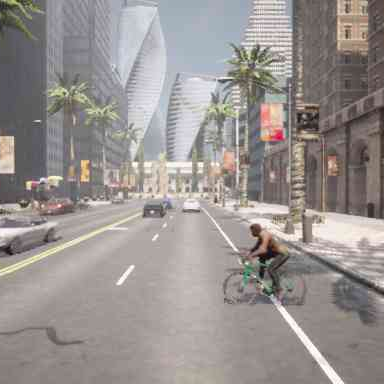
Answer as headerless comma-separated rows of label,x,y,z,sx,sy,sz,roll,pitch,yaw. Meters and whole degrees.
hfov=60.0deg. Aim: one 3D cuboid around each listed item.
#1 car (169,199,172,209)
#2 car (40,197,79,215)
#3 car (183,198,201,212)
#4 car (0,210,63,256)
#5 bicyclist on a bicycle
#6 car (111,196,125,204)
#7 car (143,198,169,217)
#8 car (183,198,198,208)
car,-3.667,1.526,44.874,1.812,1.442,4.674,0,0,-1
car,-13.723,1.354,34.162,2.185,1.767,4.553,0,0,-1
car,-0.083,1.526,38.148,1.812,1.442,4.674,0,0,0
car,-7.131,1.601,13.275,1.895,1.301,4.718,0,0,0
bicyclist on a bicycle,1.431,1.444,6.572,1.656,1.620,0.582,-1,0,0
car,-14.103,1.481,63.534,2.231,1.521,4.892,0,0,-1
car,-3.509,1.505,31.632,1.837,1.490,4.892,0,0,-1
car,-0.211,1.564,47.996,1.994,1.385,4.181,0,0,-1
